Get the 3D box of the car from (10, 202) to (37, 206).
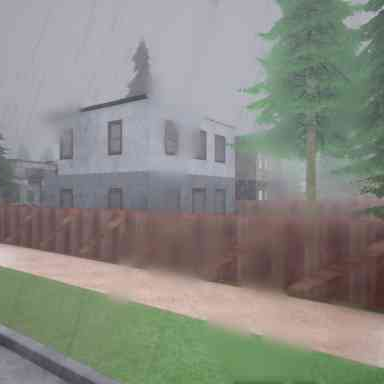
[{"bbox_3d":[-15.331,1.582,29.327,1.895,1.301,4.718,0,0,28],"label":"car"}]
